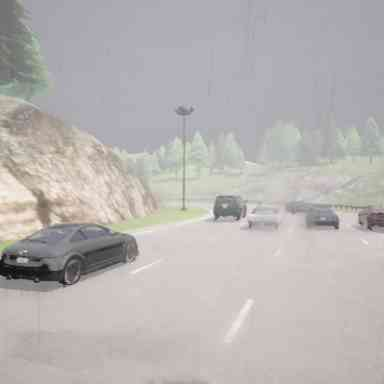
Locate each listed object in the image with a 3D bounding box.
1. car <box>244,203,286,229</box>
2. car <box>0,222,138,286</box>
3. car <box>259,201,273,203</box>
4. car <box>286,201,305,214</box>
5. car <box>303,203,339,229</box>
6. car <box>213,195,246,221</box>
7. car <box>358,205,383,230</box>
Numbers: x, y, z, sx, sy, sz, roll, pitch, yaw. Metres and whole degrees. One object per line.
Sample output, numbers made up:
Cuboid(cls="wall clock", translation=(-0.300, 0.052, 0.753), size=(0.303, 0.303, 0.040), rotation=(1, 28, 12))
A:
Cuboid(cls="car", translation=(5.008, 1.662, 22.349), size=(1.895, 1.301, 4.718), rotation=(0, 0, 19))
Cuboid(cls="car", translation=(-3.268, 1.574, 9.660), size=(1.994, 1.385, 4.181), rotation=(0, 0, 20))
Cuboid(cls="car", translation=(8.186, 1.702, 36.936), size=(1.895, 1.301, 4.718), rotation=(0, 0, 3))
Cuboid(cls="car", translation=(11.572, 1.674, 36.498), size=(1.994, 1.385, 4.181), rotation=(0, 0, 3))
Cuboid(cls="car", translation=(8.756, 1.637, 22.561), size=(1.994, 1.385, 4.181), rotation=(0, 0, 18))
Cuboid(cls="car", translation=(3.357, 1.291, 28.633), size=(2.150, 2.045, 5.566), rotation=(0, 0, 17))
Cuboid(cls="car", translation=(12.176, 1.559, 21.704), size=(1.882, 1.535, 5.008), rotation=(0, 0, 18))
